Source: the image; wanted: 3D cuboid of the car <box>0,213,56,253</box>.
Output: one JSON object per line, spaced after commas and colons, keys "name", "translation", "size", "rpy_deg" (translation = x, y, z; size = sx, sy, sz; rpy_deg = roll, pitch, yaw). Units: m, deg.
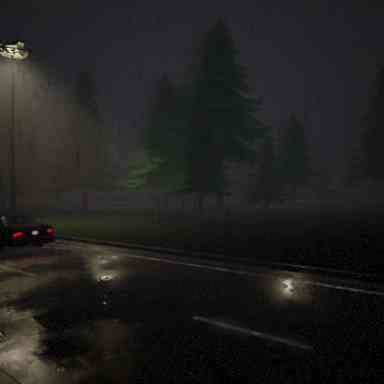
{"name": "car", "translation": [-7.938, 1.590, 13.955], "size": [5.357, 1.411, 2.033], "rpy_deg": [0, 0, 36]}
